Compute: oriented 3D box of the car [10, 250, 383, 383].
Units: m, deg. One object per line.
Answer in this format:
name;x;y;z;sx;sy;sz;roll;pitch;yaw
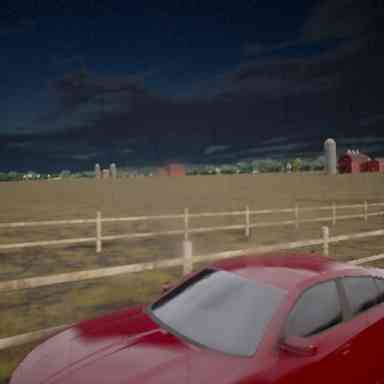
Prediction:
car;0.806;1.487;3.646;5.008;1.535;1.882;0;0;-35
